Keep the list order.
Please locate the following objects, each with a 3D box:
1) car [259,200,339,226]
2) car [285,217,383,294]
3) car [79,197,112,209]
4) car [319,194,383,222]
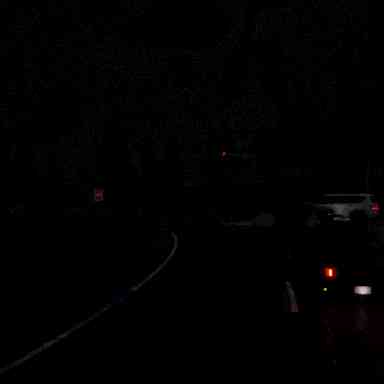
[{"bbox_3d":[6.680,1.456,21.448,4.674,1.442,1.812,0,0,29],"label":"car"},{"bbox_3d":[3.651,1.570,8.501,1.895,1.301,4.718,0,0,10],"label":"car"},{"bbox_3d":[-12.944,1.452,44.543,4.892,1.490,1.837,0,0,29],"label":"car"},{"bbox_3d":[10.107,1.137,23.536,5.566,2.045,2.150,0,0,29],"label":"car"}]
